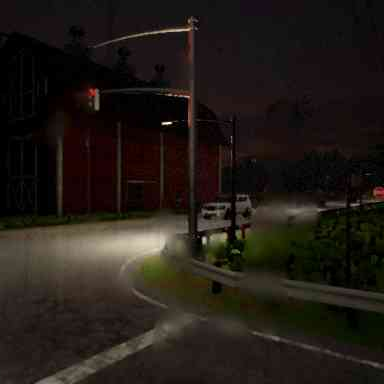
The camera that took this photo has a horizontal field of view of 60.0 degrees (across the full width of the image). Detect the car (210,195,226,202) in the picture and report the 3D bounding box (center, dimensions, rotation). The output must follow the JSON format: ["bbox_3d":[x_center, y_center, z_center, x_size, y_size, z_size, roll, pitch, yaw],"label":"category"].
[{"bbox_3d":[6.234,1.531,78.137,1.816,1.474,4.193,0,0,36],"label":"car"}]

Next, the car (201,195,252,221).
[{"bbox_3d":[3.049,1.247,28.103,2.150,2.045,5.566,0,0,37],"label":"car"}]

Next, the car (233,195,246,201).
[{"bbox_3d":[12.836,1.546,89.244,1.784,1.438,3.905,0,0,36],"label":"car"}]

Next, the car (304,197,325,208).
[{"bbox_3d":[17.585,1.533,47.463,1.837,1.490,4.892,0,-1,37],"label":"car"}]
